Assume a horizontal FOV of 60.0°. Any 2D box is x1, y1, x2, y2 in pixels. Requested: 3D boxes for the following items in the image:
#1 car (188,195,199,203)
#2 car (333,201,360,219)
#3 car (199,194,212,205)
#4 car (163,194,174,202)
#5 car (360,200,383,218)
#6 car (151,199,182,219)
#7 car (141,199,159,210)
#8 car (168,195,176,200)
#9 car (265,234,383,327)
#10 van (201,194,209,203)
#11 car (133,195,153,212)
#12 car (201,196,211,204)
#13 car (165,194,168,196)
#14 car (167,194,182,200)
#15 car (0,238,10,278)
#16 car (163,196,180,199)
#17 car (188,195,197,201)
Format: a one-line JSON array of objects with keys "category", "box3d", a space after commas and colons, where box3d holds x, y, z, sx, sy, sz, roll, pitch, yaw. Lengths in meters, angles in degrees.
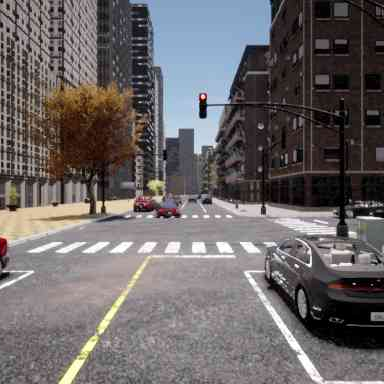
[{"category": "car", "box3d": [0.104, 1.546, 68.661, 2.128, 1.511, 4.902, 0, 0, 0]}, {"category": "car", "box3d": [13.465, 1.350, 26.337, 4.403, 1.369, 2.008, -1, 1, 0]}, {"category": "car", "box3d": [2.783, 1.610, 61.427, 1.947, 1.339, 4.313, 0, 0, 0]}, {"category": "car", "box3d": [-5.573, 1.385, 78.009, 2.192, 1.841, 5.009, 0, 0, 0]}, {"category": "car", "box3d": [14.772, 1.345, 23.769, 4.181, 1.385, 1.994, -1, 0, 0]}, {"category": "car", "box3d": [-2.245, 1.576, 29.639, 1.994, 1.385, 4.181, 0, 0, -11]}, {"category": "car", "box3d": [-5.624, 1.592, 44.872, 1.947, 1.339, 4.313, 0, 0, 0]}, {"category": "car", "box3d": [-5.547, 1.654, 94.578, 2.008, 1.369, 4.403, 0, 0, 0]}, {"category": "car", "box3d": [2.698, 1.551, 6.948, 2.008, 1.369, 4.403, 0, 0, 0]}, {"category": "van", "box3d": [2.799, 1.402, 72.474, 1.690, 1.788, 3.998, 0, 0, 0]}, {"category": "car", "box3d": [-5.633, 1.336, 39.349, 2.192, 1.841, 5.009, 0, 0, 0]}, {"category": "car", "box3d": [2.792, 1.577, 67.120, 1.752, 1.417, 4.829, 0, 0, 0]}, {"category": "car", "box3d": [-5.581, 1.627, 72.487, 1.947, 1.339, 4.313, 0, 0, 0]}, {"category": "car", "box3d": [-2.965, 1.396, 62.306, 2.097, 1.767, 4.553, 0, 0, 1]}, {"category": "car", "box3d": [-5.682, 1.545, 6.961, 1.887, 1.381, 4.507, 0, 0, 0]}, {"category": "car", "box3d": [-3.032, 1.589, 43.574, 1.994, 1.385, 4.181, 0, 0, 0]}, {"category": "car", "box3d": [0.121, 1.462, 79.084, 2.033, 1.411, 5.357, 0, 0, 0]}]
